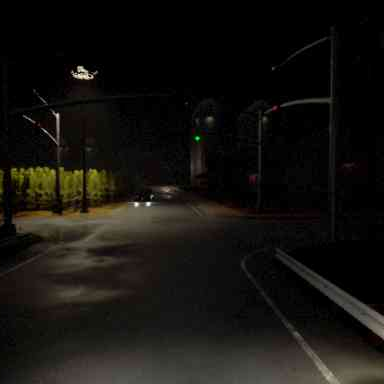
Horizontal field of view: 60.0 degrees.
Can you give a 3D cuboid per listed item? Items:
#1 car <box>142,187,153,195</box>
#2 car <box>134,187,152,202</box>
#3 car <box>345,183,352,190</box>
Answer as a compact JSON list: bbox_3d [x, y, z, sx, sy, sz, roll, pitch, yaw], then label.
[{"bbox_3d":[-8.493,-0.196,63.731,2.033,1.411,5.357,0,2,-6],"label":"car"},{"bbox_3d":[-6.354,0.464,43.367,1.837,1.490,4.892,0,2,-6],"label":"car"},{"bbox_3d":[40.718,-1.399,84.898,1.905,1.878,3.866,9,9,40],"label":"car"}]
